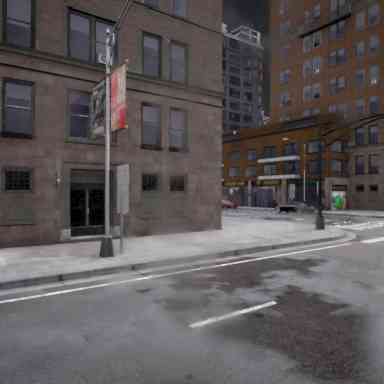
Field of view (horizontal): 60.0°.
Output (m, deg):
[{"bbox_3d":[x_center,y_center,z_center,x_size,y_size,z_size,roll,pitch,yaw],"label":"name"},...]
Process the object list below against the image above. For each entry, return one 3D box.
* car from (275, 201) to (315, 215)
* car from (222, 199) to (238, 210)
[{"bbox_3d":[10.548,1.580,34.281,1.947,1.339,4.313,0,0,-35],"label":"car"},{"bbox_3d":[4.190,1.594,43.285,1.802,1.307,4.206,0,0,-35],"label":"car"}]
